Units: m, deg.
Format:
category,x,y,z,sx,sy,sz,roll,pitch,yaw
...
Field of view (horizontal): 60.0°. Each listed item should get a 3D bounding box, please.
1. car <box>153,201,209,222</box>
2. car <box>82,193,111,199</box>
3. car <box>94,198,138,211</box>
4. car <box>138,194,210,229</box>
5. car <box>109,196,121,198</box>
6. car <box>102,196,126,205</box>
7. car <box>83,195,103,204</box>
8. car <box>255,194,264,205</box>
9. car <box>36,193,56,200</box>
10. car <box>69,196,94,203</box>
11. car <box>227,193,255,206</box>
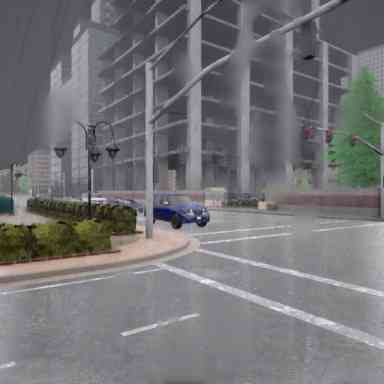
category,x,y,z,sx,sy,sz,roll,pitch,yaw
car,-1.053,1.492,27.503,2.033,1.411,5.357,0,0,-36
car,-13.037,1.166,44.023,2.150,2.045,5.566,0,0,-36
car,-6.703,1.508,29.305,1.994,1.385,4.181,0,0,-37
car,-1.154,1.166,21.707,2.150,2.045,5.566,0,0,-35
car,-6.917,1.470,35.596,1.812,1.442,4.674,0,0,-36
car,-13.356,1.436,56.684,2.128,1.511,4.902,0,0,-36
car,-19.461,1.436,65.094,2.128,1.511,4.902,0,0,-36
car,9.469,1.114,52.359,1.905,1.878,3.866,0,0,-36
car,-22.794,1.171,51.620,2.150,2.045,5.566,0,0,-36
car,-13.310,1.470,38.438,1.812,1.442,4.674,0,0,-36
car,7.080,1.114,50.644,1.905,1.878,3.866,0,0,-36
